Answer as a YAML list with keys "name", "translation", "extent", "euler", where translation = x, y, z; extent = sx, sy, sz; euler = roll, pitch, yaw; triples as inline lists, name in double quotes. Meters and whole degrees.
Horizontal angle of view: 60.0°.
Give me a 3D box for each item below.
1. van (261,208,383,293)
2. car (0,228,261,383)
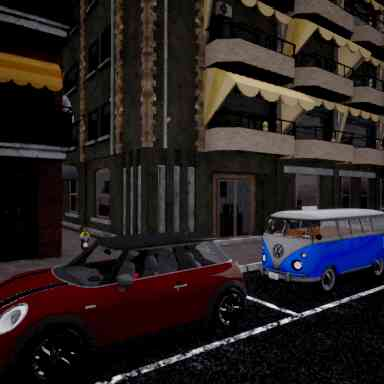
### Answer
- name: "van"
  translation: [3.524, 1.343, 8.609]
  extent: [3.998, 1.788, 1.690]
  euler: [0, 0, -36]
- name: "car"
  translation: [-1.108, 1.440, 5.304]
  extent: [4.097, 1.590, 1.967]
  euler: [0, 0, -36]
